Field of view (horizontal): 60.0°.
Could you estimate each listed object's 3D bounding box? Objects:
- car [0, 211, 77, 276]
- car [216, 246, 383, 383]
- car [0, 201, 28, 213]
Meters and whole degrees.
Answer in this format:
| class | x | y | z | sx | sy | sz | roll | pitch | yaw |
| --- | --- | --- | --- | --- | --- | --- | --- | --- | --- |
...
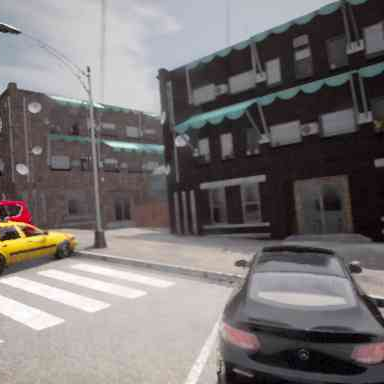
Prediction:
| class | x | y | z | sx | sy | sz | roll | pitch | yaw |
| --- | --- | --- | --- | --- | --- | --- | --- | --- | --- |
| car | -5.763 | 1.588 | 10.430 | 1.946 | 1.575 | 5.366 | -1 | -1 | 15 |
| car | 1.563 | 1.541 | 4.995 | 2.002 | 1.452 | 4.674 | -1 | -1 | 16 |
| car | -8.289 | 1.365 | 11.970 | 2.435 | 2.045 | 5.566 | 0 | -1 | 15 |
